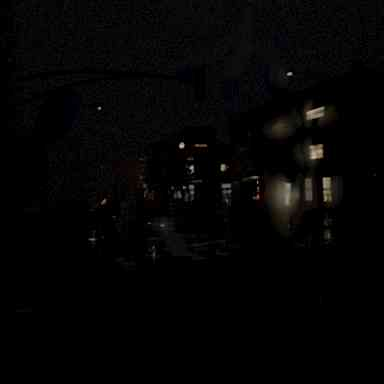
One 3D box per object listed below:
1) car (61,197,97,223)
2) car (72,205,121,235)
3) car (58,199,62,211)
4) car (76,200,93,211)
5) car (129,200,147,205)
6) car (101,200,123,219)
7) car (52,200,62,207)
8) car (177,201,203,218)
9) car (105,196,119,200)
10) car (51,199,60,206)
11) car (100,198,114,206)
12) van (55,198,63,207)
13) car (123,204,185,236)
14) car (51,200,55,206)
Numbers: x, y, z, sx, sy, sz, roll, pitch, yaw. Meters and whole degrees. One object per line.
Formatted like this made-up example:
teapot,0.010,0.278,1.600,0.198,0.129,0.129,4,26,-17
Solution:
car,-10.325,1.677,30.297,2.192,1.841,5.009,-4,1,-24
car,-6.084,1.790,20.861,1.947,1.339,4.313,-4,1,-24
car,-14.784,1.946,40.426,1.967,1.590,4.097,-4,1,-24
car,-16.315,2.036,50.424,1.837,1.490,4.892,-3,0,-24
car,-7.119,1.683,43.867,2.008,1.369,4.403,-4,1,-24
car,-7.869,1.790,31.456,2.033,1.411,5.357,-3,0,-24
car,-30.989,2.577,76.412,1.887,1.381,4.507,-4,1,-24
car,-0.491,1.465,29.451,2.008,1.369,4.403,-4,1,-24
car,-14.270,1.680,59.665,2.192,1.841,5.009,-4,1,-24
car,-35.469,2.703,86.347,1.752,1.417,4.829,-4,1,-24
car,-16.601,1.966,64.867,1.752,1.417,4.829,-4,1,-24
van,-19.628,2.005,51.183,1.690,1.788,3.998,-4,1,-24
car,-2.295,1.624,19.103,1.994,1.385,4.181,-3,0,-25
car,-24.178,2.126,61.273,2.192,1.841,5.009,-4,1,-24
